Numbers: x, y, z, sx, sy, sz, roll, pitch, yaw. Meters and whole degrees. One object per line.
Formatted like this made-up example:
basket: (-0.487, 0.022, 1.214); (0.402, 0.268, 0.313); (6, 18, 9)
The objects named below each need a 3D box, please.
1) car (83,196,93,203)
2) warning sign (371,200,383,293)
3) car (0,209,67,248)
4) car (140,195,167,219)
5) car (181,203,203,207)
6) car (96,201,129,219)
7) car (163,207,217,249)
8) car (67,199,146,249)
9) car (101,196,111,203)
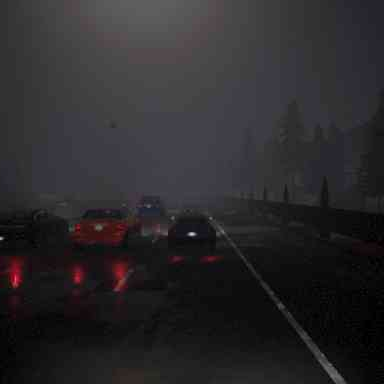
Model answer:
car: (-21.064, 1.523, 67.437); (1.812, 1.442, 4.674); (0, 0, -14)
warning sign: (4.550, 1.115, 6.715); (1.300, 1.860, 1.060); (0, 0, 0)
car: (-7.000, 1.496, 14.650); (2.128, 1.511, 4.902); (0, 0, 0)
car: (-3.500, 1.259, 29.680); (2.150, 2.045, 5.566); (0, 0, 0)
car: (0.000, 1.617, 29.680); (1.895, 1.301, 4.718); (0, 0, 0)
car: (-7.000, 1.573, 29.650); (1.994, 1.385, 4.181); (0, 0, 0)
car: (0.000, 1.573, 14.650); (1.994, 1.385, 4.181); (0, 0, 0)
car: (-3.500, 1.367, 14.620); (2.097, 1.767, 4.553); (0, 0, 0)
car: (-18.506, 1.584, 71.047); (1.895, 1.301, 4.718); (0, 0, -17)
